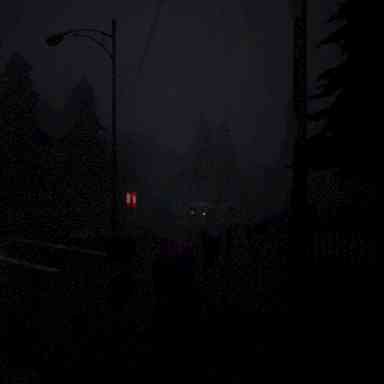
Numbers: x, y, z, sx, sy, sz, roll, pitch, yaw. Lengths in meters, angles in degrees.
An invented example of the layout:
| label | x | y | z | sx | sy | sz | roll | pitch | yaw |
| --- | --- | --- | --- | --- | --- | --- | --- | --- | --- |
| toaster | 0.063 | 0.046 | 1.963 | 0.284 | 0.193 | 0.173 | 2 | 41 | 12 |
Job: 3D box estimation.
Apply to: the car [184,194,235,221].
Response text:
| label | x | y | z | sx | sy | sz | roll | pitch | yaw |
| --- | --- | --- | --- | --- | --- | --- | --- | --- | --- |
| car | 1.611 | 1.228 | 27.842 | 2.150 | 2.045 | 5.566 | 0 | 0 | 35 |
